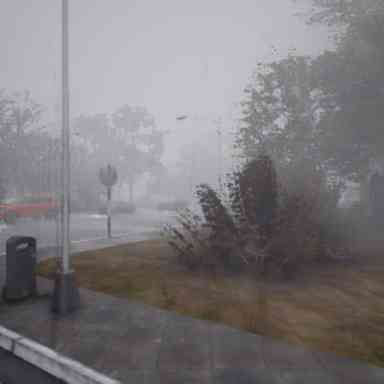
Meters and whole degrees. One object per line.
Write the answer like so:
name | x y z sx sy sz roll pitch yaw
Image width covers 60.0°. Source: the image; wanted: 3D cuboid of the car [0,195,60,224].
car | -13.178 1.290 26.308 2.150 2.045 5.566 0 0 30

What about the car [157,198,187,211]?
car | -2.506 1.549 43.124 1.882 1.535 5.008 0 0 32

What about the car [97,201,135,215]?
car | -7.846 1.634 34.681 1.994 1.385 4.181 0 0 32
